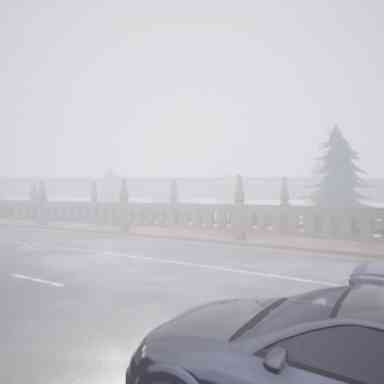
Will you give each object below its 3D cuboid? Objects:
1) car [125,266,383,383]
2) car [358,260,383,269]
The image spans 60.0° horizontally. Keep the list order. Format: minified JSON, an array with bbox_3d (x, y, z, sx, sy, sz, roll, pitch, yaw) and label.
[{"bbox_3d":[1.404,1.548,2.787,4.181,1.385,1.994,0,0,35],"label":"car"},{"bbox_3d":[4.766,1.572,4.760,4.718,1.301,1.895,0,0,36],"label":"car"}]
